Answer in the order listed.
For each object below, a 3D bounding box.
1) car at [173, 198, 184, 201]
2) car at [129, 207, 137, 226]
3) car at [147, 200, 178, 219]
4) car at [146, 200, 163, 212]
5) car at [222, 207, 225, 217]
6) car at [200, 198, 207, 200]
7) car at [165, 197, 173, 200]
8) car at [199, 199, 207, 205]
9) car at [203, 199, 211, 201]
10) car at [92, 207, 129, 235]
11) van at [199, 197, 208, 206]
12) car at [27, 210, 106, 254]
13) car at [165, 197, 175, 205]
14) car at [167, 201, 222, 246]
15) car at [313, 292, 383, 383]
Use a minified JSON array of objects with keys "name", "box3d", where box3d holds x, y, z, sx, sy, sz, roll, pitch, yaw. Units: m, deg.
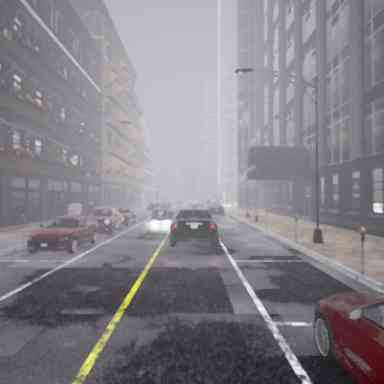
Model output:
[{"name":"car","box3d":[-2.758,2.229,73.500,1.837,1.490,4.892,0,-1,0]},{"name":"car","box3d":[-5.311,1.793,25.260,1.887,1.381,4.507,0,-1,0]},{"name":"car","box3d":[-2.851,1.819,32.829,2.128,1.511,4.902,0,-1,0]},{"name":"car","box3d":[-5.314,1.927,47.403,1.967,1.590,4.097,0,-1,0]},{"name":"car","box3d":[2.567,1.931,36.339,1.947,1.339,4.313,0,-1,0]},{"name":"car","box3d":[2.744,2.030,55.212,1.801,1.575,5.366,0,-1,0]},{"name":"car","box3d":[-5.317,2.224,64.010,2.008,1.369,4.403,0,-1,0]},{"name":"car","box3d":[2.561,2.400,80.793,1.752,1.417,4.829,0,-1,0]},{"name":"car","box3d":[2.566,1.953,42.045,1.752,1.417,4.829,0,-1,0]},{"name":"car","box3d":[-5.310,1.633,19.724,1.967,1.590,4.097,1,-1,0]},{"name":"van","box3d":[2.563,2.146,75.089,1.690,1.788,3.998,0,-1,0]},{"name":"car","box3d":[-5.310,1.682,14.188,1.887,1.381,4.507,1,-1,0]},{"name":"car","box3d":[-5.317,2.187,80.618,2.192,1.841,5.009,0,-1,0]},{"name":"car","box3d":[0.095,1.509,16.213,2.097,1.767,4.553,0,-1,0]},{"name":"car","box3d":[2.571,1.613,3.127,1.802,1.307,4.206,0,-1,0]}]
